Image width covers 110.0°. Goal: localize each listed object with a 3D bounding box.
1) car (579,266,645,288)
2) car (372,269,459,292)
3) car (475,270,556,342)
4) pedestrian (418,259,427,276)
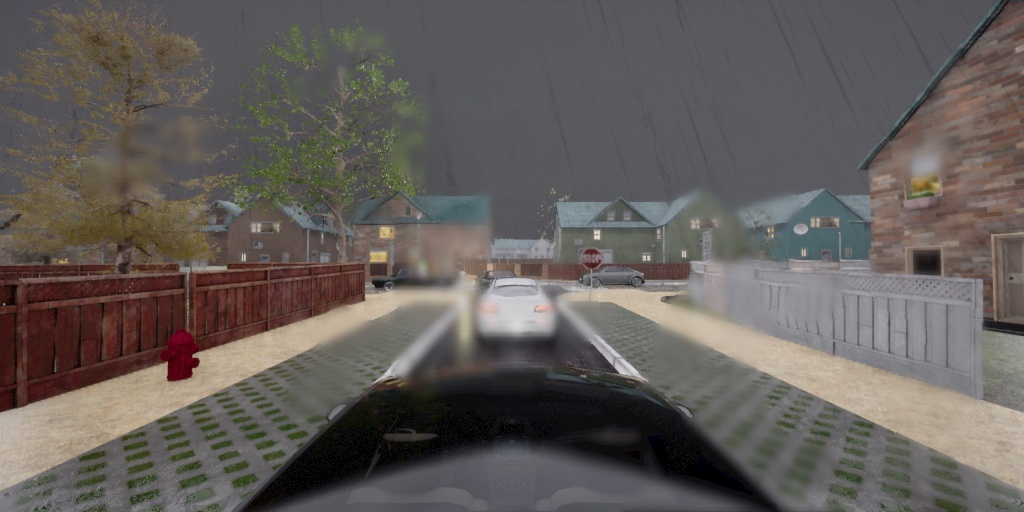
[{"bbox_3d":[6.529,1.344,23.704,4.181,1.385,1.994,0,-1,1],"label":"car"},{"bbox_3d":[-5.490,1.416,20.909,4.718,1.301,1.895,-1,-1,1],"label":"car"},{"bbox_3d":[0.100,1.279,9.707,1.812,1.442,4.674,0,0,0],"label":"car"},{"bbox_3d":[-6.711,1.118,26.793,0.375,1.860,0.375,0,-1,1],"label":"pedestrian"}]
